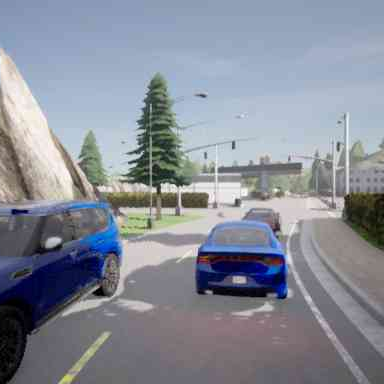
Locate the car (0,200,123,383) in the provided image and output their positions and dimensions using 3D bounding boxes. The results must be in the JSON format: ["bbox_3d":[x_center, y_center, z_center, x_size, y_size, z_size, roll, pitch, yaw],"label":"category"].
[{"bbox_3d":[-2.955,1.206,5.702,2.150,2.045,5.566,0,0,8],"label":"car"}]

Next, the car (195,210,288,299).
[{"bbox_3d":[1.304,1.455,8.552,1.882,1.535,5.008,0,0,10],"label":"car"}]

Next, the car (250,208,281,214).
[{"bbox_3d":[3.719,1.517,17.738,1.994,1.385,4.181,0,0,17],"label":"car"}]
